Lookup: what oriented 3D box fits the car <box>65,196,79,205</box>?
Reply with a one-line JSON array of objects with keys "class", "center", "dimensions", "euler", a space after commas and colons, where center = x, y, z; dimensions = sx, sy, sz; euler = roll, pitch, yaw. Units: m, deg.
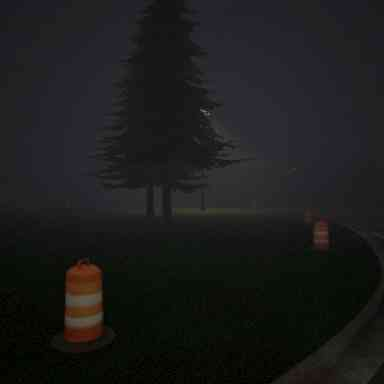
[{"class": "car", "center": [-22.848, 1.492, 58.178], "dimensions": [4.902, 1.511, 2.128], "euler": [0, 0, 21]}]

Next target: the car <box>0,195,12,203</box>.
[{"class": "car", "center": [-37.604, 1.329, 63.919], "dimensions": [4.892, 1.490, 1.837], "euler": [0, 0, 21]}]

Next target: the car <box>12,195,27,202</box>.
[{"class": "car", "center": [-36.335, 1.368, 67.181], "dimensions": [5.357, 1.411, 2.033], "euler": [0, 0, 21]}]

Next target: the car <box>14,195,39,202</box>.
[{"class": "car", "center": [-35.065, 1.329, 70.443], "dimensions": [4.892, 1.490, 1.837], "euler": [0, 0, 21]}]

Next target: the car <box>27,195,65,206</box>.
[{"class": "car", "center": [-24.117, 1.492, 54.917], "dimensions": [4.902, 1.511, 2.128], "euler": [0, 0, 21]}]

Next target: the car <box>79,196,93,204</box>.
[{"class": "car", "center": [-21.579, 1.560, 61.440], "dimensions": [5.357, 1.411, 2.033], "euler": [0, 0, 21]}]

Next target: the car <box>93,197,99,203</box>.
[{"class": "car", "center": [-20.310, 1.530, 64.702], "dimensions": [4.674, 1.442, 1.812], "euler": [0, 0, 21]}]
